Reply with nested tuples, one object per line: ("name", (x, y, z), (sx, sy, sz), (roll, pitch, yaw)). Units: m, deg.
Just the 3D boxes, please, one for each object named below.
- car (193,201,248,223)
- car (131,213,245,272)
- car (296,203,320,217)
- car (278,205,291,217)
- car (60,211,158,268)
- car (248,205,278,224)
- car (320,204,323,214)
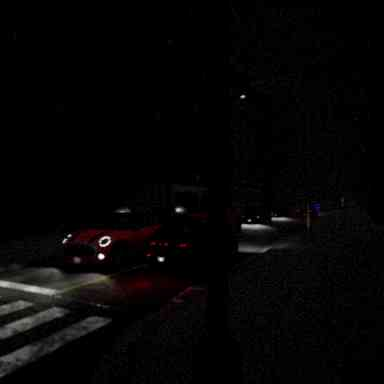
("car", (1.525, 1.582, 21.092), (2.150, 2.045, 5.566), (0, -1, 26))
("car", (0.161, 1.719, 11.747), (1.837, 1.490, 4.892), (0, -1, 26))
("car", (13.593, 2.261, 39.316), (1.895, 1.301, 4.718), (0, -1, 26))
("car", (10.449, 2.203, 39.375), (2.033, 1.411, 5.357), (0, -1, 26))
("car", (-2.653, 1.573, 12.415), (2.097, 1.767, 4.553), (0, -1, 25))
("car", (6.004, 2.057, 30.307), (2.033, 1.411, 5.357), (0, -1, 26))
("car", (17.995, 2.341, 48.491), (1.812, 1.442, 4.674), (0, -1, 26))
